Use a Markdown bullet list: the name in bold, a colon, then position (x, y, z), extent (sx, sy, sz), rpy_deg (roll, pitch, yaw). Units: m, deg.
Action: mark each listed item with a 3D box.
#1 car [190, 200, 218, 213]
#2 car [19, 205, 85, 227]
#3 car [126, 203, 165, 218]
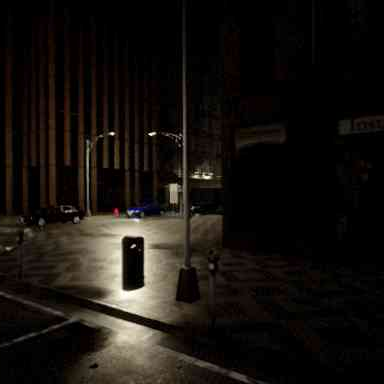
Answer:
- **car**: position (1.409, 1.829, 42.176), extent (2.128, 1.511, 4.902), rpy_deg (-1, -1, 35)
- **car**: position (-10.525, 1.766, 25.295), extent (1.837, 1.490, 4.892), rpy_deg (-1, -1, 35)
- **car**: position (-4.599, 1.825, 33.692), extent (1.812, 1.442, 4.674), rpy_deg (-1, -1, 36)
